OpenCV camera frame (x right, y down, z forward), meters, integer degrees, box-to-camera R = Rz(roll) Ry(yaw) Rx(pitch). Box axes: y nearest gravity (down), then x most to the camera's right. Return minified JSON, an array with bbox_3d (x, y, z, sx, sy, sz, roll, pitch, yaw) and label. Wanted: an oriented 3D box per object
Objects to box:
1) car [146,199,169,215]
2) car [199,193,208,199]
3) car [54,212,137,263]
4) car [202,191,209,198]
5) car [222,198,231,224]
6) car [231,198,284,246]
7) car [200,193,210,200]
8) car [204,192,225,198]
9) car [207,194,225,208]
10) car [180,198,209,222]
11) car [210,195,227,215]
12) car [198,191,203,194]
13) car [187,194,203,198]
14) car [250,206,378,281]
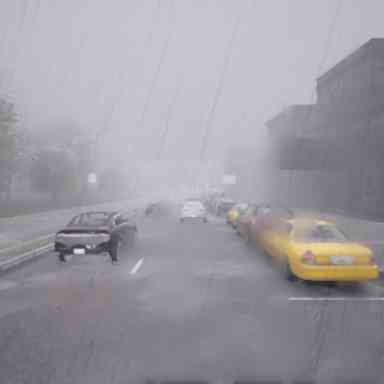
[{"bbox_3d":[-3.162,1.369,31.090,1.812,1.442,4.674,0,0,0],"label":"car"},{"bbox_3d":[3.204,1.045,92.409,2.163,1.488,4.792,0,0,0],"label":"car"},{"bbox_3d":[-3.147,1.432,11.719,2.128,1.511,4.902,0,0,0],"label":"car"},{"bbox_3d":[3.217,1.084,53.796,2.185,1.767,4.553,0,0,0],"label":"car"},{"bbox_3d":[3.232,1.372,20.738,1.946,1.575,5.366,0,0,0],"label":"car"},{"bbox_3d":[3.232,1.279,14.995,2.185,1.767,4.553,0,0,0],"label":"car"},{"bbox_3d":[3.205,1.072,81.321,2.231,1.521,4.892,0,0,0],"label":"car"},{"bbox_3d":[3.219,1.233,48.488,1.946,1.575,5.366,0,0,0],"label":"car"},{"bbox_3d":[3.226,1.294,37.122,2.231,1.521,4.892,0,0,0],"label":"car"},{"bbox_3d":[0.104,1.400,24.846,1.812,1.442,4.674,0,0,0],"label":"car"},{"bbox_3d":[3.226,1.322,31.596,2.231,1.521,4.892,0,0,0],"label":"car"},{"bbox_3d":[3.208,0.847,75.830,2.435,2.045,5.566,0,0,0],"label":"car"},{"bbox_3d":[0.097,1.295,41.531,1.837,1.490,4.892,0,0,0],"label":"car"},{"bbox_3d":[3.227,1.428,9.686,1.946,1.575,5.366,0,0,0],"label":"car"}]
